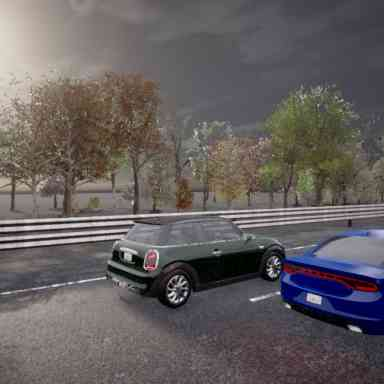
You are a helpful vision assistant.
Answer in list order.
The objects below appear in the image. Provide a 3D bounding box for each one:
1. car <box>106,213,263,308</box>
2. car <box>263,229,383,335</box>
[{"bbox_3d":[0.321,1.352,8.195,4.553,1.767,2.097,0,0,-39],"label":"car"},{"bbox_3d":[3.878,1.477,6.509,5.008,1.535,1.882,0,0,-35],"label":"car"}]
